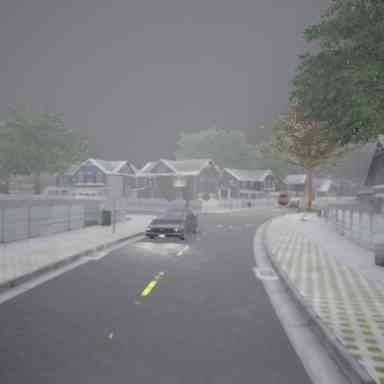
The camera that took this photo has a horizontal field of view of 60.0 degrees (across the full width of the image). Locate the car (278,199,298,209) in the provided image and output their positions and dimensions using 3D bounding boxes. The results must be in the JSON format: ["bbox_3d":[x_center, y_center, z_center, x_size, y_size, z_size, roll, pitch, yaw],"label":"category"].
[{"bbox_3d":[15.606,1.961,54.024,2.128,1.511,4.902,0,0,36],"label":"car"}]

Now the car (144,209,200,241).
[{"bbox_3d":[-0.844,1.654,17.832,2.033,1.411,5.357,0,0,12],"label":"car"}]
